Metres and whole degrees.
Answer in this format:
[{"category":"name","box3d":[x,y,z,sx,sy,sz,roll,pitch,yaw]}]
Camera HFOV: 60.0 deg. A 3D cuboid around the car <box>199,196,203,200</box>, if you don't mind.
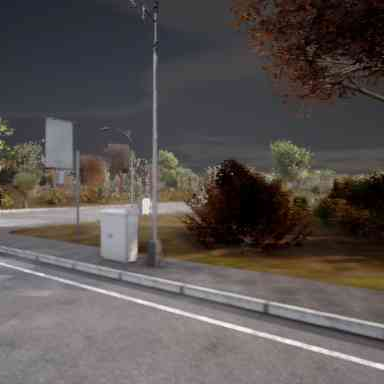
[{"category":"car","box3d":[0.540,1.438,56.691,1.812,1.442,4.674,0,0,33]}]
